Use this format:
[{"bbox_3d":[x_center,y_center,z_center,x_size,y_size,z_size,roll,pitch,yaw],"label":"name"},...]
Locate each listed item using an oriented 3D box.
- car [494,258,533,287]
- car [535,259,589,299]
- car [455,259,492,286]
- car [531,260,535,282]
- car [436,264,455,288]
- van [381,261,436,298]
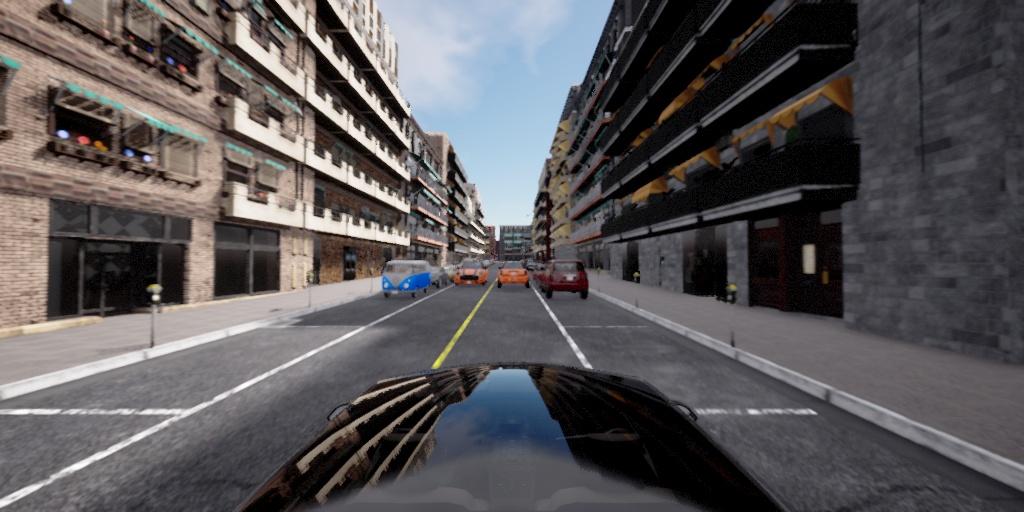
[{"bbox_3d":[0.097,1.150,24.882,2.097,1.767,4.553,0,0,0],"label":"car"},{"bbox_3d":[2.565,1.092,18.357,2.192,1.841,5.009,0,0,0],"label":"car"},{"bbox_3d":[-2.810,1.153,25.793,2.097,1.767,4.553,0,0,0],"label":"car"},{"bbox_3d":[2.565,1.236,23.921,1.967,1.591,4.097,0,0,0],"label":"car"},{"bbox_3d":[-5.316,1.346,23.886,2.007,1.370,4.403,0,0,0],"label":"car"},{"bbox_3d":[-5.316,1.117,18.322,1.690,1.789,3.998,0,0,0],"label":"van"}]
